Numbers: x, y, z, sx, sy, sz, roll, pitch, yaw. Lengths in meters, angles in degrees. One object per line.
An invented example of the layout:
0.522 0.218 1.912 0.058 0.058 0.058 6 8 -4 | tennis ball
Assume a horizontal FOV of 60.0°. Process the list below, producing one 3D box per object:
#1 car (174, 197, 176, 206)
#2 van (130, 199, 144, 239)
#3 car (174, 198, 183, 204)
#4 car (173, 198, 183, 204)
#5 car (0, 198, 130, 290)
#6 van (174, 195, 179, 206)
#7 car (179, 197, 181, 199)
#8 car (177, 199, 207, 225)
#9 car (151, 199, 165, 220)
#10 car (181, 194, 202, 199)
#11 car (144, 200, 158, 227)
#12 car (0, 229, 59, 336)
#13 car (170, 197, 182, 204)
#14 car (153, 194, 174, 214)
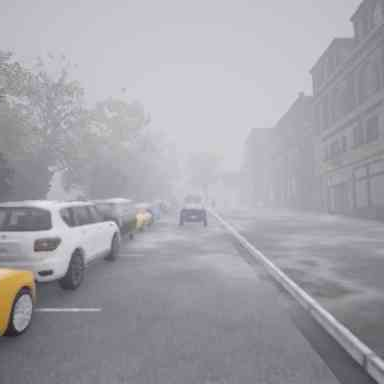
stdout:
-3.654 1.626 42.692 2.002 1.452 4.674 0 0 2 | car
-3.650 1.284 14.960 1.878 1.987 4.442 0 0 2 | van
-3.647 2.452 92.773 2.097 1.535 5.008 0 -1 2 | car
-3.639 2.285 87.214 2.097 1.535 5.008 1 -2 2 | car
-3.653 1.247 9.302 2.435 2.045 5.566 0 0 2 | car
-3.651 1.393 53.953 1.878 1.987 4.442 0 0 2 | van
-3.656 1.510 59.376 2.185 1.767 4.553 0 0 2 | car
0.100 1.531 24.677 1.882 1.535 5.008 0 0 0 | car
-3.654 1.537 25.978 2.097 1.535 5.008 0 0 2 | car
0.100 1.328 42.875 2.150 2.045 5.566 0 0 0 | car
-3.646 1.520 20.598 1.946 1.575 5.366 0 0 2 | car
-3.653 1.487 3.697 2.097 1.535 5.008 0 0 2 | car
-3.637 1.981 76.109 2.163 1.488 4.792 1 -2 2 | car
-3.656 1.444 37.093 2.185 1.767 4.553 0 0 2 | car
